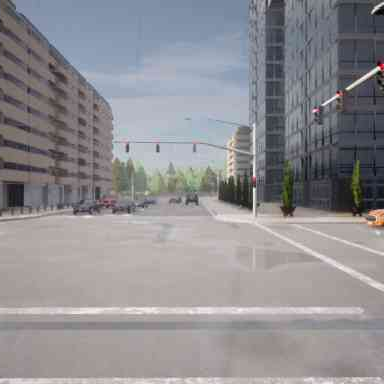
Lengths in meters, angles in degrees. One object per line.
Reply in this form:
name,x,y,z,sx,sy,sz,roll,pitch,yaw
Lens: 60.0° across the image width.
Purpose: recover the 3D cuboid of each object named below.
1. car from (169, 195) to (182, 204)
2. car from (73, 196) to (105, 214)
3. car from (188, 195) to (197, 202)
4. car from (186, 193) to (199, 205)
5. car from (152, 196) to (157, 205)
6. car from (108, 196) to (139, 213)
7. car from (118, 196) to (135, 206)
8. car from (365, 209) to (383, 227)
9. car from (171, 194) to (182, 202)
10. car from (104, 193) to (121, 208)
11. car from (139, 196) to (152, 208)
car,-3.420,1.526,64.362,1.812,1.442,4.674,0,0,1
car,-10.900,1.505,34.798,1.837,1.490,4.892,0,0,0
car,0.112,1.500,74.656,1.837,1.490,4.892,0,0,1
car,0.024,1.222,59.918,2.150,2.045,5.566,0,0,1
car,-7.184,1.478,57.211,1.882,1.535,5.008,0,0,1
car,-7.402,1.505,36.419,1.837,1.490,4.892,0,0,0
car,-10.723,1.478,54.774,1.882,1.535,5.008,0,0,1
car,13.583,1.407,21.217,4.553,1.767,2.097,0,0,0
car,-3.396,1.355,74.380,2.097,1.767,4.553,0,0,1
car,-10.861,1.221,44.651,2.150,2.045,5.566,0,0,0
car,-7.323,1.492,46.788,2.128,1.511,4.902,0,0,1
